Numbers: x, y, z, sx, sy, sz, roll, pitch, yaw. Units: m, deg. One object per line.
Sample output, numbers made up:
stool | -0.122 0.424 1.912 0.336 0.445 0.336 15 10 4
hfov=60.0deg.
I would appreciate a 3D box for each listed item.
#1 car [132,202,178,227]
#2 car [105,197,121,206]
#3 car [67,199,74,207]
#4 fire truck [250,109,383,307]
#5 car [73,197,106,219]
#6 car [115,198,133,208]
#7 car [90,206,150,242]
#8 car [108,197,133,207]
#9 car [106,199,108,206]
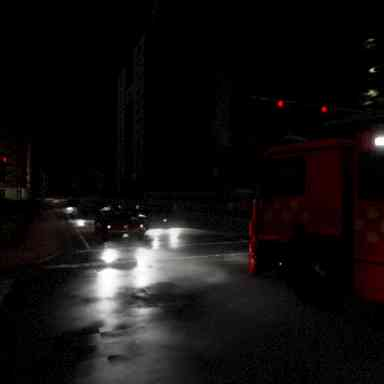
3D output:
car | -2.446 1.596 22.601 1.994 1.385 4.181 0 0 -23
car | -14.526 1.618 60.745 2.128 1.511 4.902 0 0 -23
car | -18.275 1.674 51.548 1.895 1.301 4.718 0 0 -22
fire truck | 5.131 0.386 5.613 2.891 3.827 8.468 1 0 -42
car | -9.165 1.506 29.585 1.882 1.535 5.008 0 0 -23
car | -10.529 1.633 51.337 1.812 1.442 4.674 0 0 -22
car | -3.745 1.603 16.624 1.895 1.301 4.718 0 0 -23
car | -6.507 1.403 32.302 2.097 1.767 4.553 0 0 -23
car | -14.225 1.566 50.890 1.882 1.535 5.008 0 0 -22
